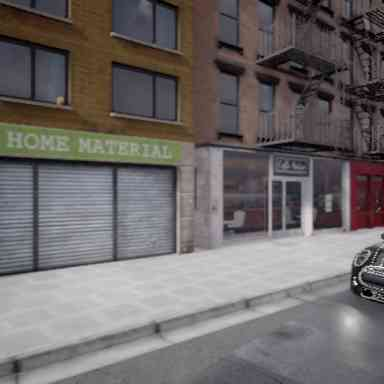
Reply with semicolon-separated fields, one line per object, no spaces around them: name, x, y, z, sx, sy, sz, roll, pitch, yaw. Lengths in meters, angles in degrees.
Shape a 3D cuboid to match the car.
car;5.461;1.343;7.228;4.553;1.767;2.097;0;0;-35
